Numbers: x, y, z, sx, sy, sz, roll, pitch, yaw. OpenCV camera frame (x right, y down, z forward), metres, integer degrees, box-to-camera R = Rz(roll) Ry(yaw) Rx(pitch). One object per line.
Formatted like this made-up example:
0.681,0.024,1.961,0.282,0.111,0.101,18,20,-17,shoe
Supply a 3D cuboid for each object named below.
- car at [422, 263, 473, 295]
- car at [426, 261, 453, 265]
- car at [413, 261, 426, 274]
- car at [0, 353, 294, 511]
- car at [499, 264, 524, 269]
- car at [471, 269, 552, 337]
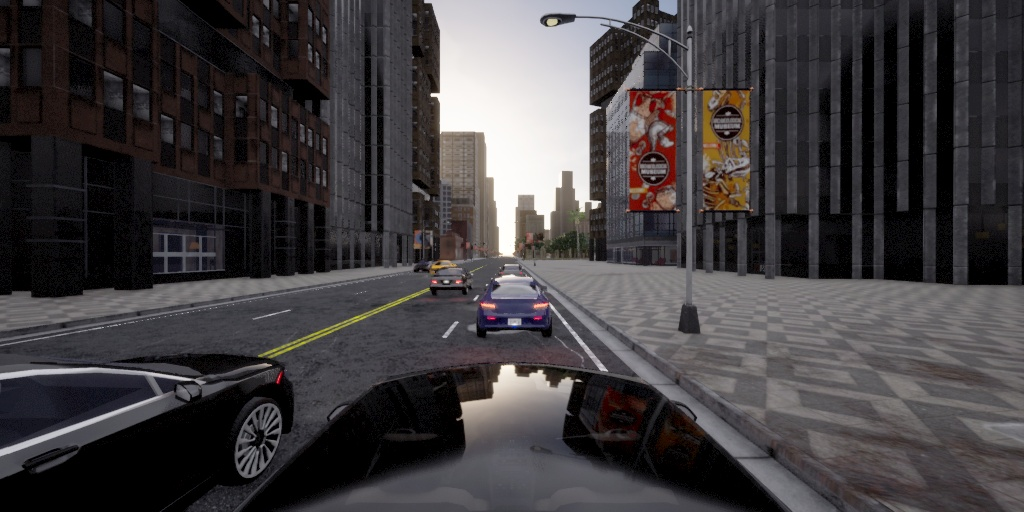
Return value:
-3.230,1.292,19.769,2.033,1.411,5.357,0,0,-2,car
-6.766,1.211,35.556,1.882,1.535,5.008,0,0,0,car
-10.047,1.267,42.074,2.033,1.411,5.357,0,0,0,car
-3.149,1.242,1.731,2.128,1.511,4.902,0,0,0,car
-0.024,1.306,26.840,1.994,1.385,4.181,0,0,0,car
0.048,1.274,10.151,1.812,1.442,4.674,0,0,0,car
